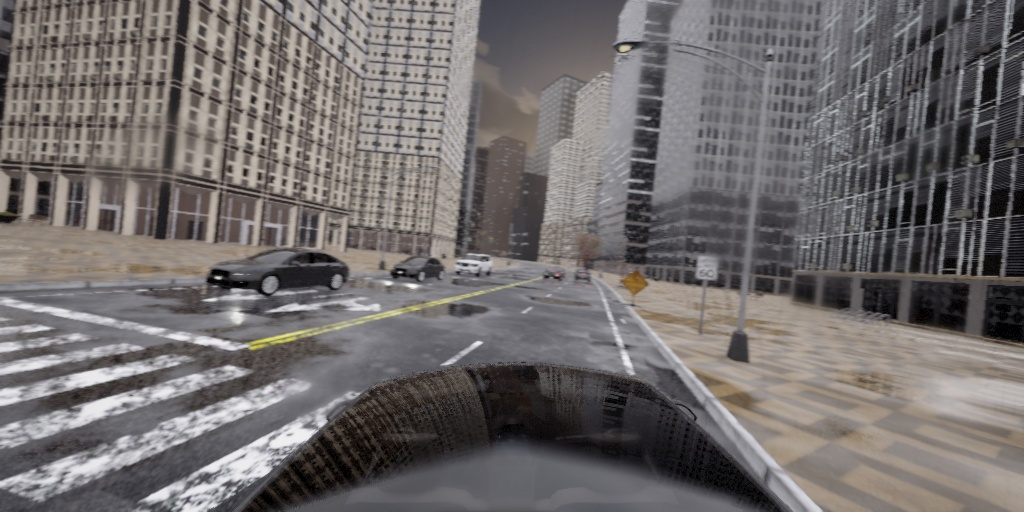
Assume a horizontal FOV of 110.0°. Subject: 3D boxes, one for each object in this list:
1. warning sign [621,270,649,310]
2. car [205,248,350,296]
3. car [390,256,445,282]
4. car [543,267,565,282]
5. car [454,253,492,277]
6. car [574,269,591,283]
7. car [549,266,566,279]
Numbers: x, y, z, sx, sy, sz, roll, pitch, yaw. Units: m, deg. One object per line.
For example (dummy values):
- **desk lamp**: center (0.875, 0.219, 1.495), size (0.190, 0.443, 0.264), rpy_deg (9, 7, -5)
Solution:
- **warning sign**: center (5.963, 1.600, 17.761), size (1.300, 1.860, 1.060), rpy_deg (0, 0, 13)
- **car**: center (-7.976, 0.472, 12.846), size (1.837, 1.490, 4.892), rpy_deg (6, 0, 15)
- **car**: center (-5.818, 0.760, 22.764), size (1.837, 1.490, 4.892), rpy_deg (6, 0, 13)
- **car**: center (4.662, 2.068, 40.261), size (1.895, 1.301, 4.718), rpy_deg (6, 0, 12)
- **car**: center (-3.446, 0.784, 33.454), size (2.150, 2.045, 5.566), rpy_deg (6, 0, 12)
- **car**: center (8.853, 2.426, 44.867), size (2.128, 1.511, 4.902), rpy_deg (6, 0, 10)
- **car**: center (6.439, 2.252, 50.250), size (2.033, 1.411, 5.357), rpy_deg (6, 0, 9)
